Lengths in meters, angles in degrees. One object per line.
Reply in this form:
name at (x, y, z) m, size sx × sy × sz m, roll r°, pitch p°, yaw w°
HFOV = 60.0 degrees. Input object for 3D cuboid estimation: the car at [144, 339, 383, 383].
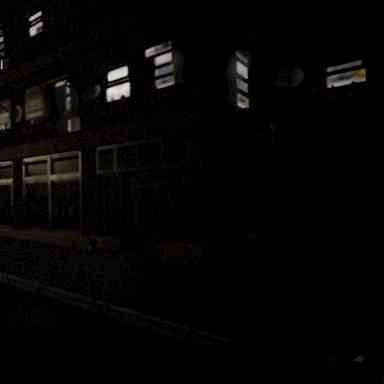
car at (1.504, 1.551, 1.674) m, size 4.403 × 1.369 × 2.008 m, roll 0°, pitch -1°, yaw 35°
